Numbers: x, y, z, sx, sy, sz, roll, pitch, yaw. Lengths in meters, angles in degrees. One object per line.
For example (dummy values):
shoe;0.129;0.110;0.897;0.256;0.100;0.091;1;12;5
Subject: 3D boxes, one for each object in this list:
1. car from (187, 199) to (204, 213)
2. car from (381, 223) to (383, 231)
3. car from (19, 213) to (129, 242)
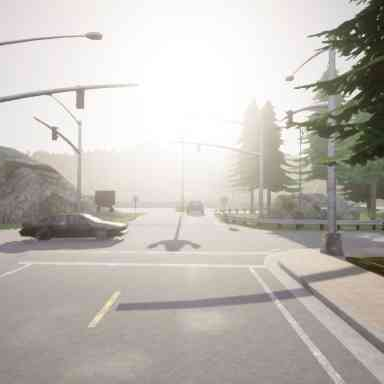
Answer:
car;0.494;1.913;43.827;2.097;1.767;4.553;1;-4;2
car;15.025;2.060;21.076;5.357;1.411;2.033;0;-1;-2
car;-6.166;1.829;17.654;5.357;1.411;2.033;-1;-1;1
